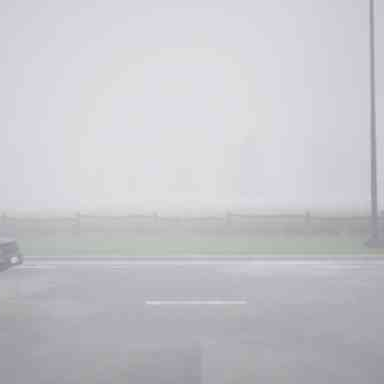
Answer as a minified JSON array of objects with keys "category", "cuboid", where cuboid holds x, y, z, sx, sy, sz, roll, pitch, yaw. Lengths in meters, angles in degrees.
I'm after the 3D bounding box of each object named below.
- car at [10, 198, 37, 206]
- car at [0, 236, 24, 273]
[{"category":"car","cuboid":[-32.224,2.103,63.711,4.605,1.855,1.932,0,-1,1]},{"category":"car","cuboid":[-7.080,1.669,9.028,4.674,1.442,1.812,0,-1,1]}]
